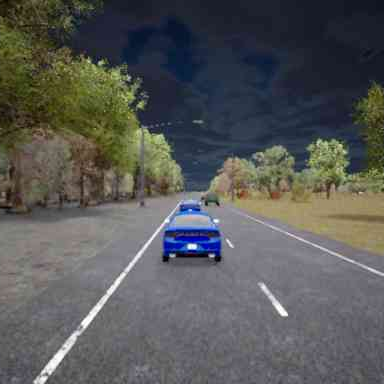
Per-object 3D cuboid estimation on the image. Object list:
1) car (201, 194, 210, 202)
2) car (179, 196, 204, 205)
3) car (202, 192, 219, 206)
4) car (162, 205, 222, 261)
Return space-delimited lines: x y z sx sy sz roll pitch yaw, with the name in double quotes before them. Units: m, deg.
"car" 2.907 1.294 72.993 1.882 1.535 5.008 0 0 0
"car" -0.161 1.394 30.837 1.882 1.535 5.008 0 0 0
"car" 3.158 1.087 53.750 2.150 2.045 5.566 0 0 0
"car" -0.013 1.444 12.216 1.882 1.535 5.008 0 0 0
